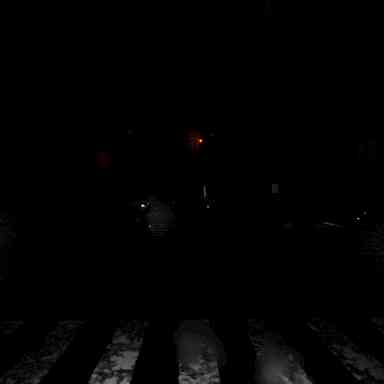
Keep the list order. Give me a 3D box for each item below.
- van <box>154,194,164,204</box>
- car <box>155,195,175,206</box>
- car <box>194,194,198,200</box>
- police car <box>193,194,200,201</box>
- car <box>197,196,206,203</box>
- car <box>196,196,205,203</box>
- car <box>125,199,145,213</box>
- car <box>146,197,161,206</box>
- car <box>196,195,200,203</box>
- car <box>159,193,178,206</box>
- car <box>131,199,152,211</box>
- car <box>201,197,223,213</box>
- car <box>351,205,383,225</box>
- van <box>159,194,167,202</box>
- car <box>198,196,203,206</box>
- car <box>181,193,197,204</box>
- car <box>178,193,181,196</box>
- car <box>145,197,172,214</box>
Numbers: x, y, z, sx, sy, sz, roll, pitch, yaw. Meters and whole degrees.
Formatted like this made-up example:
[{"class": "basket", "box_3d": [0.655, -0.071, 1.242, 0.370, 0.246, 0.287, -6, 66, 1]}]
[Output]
[{"class": "van", "box_3d": [-6.599, 1.360, 66.717, 1.690, 1.788, 3.998, 0, 0, -1]}, {"class": "car", "box_3d": [-3.593, 1.485, 43.548, 1.882, 1.535, 5.008, 0, 0, -1]}, {"class": "car", "box_3d": [1.987, 1.567, 62.654, 2.008, 1.369, 4.403, 0, 0, -1]}, {"class": "police car", "box_3d": [1.185, 1.463, 90.628, 1.930, 1.638, 5.238, 0, 0, -1]}, {"class": "car", "box_3d": [1.907, 1.545, 68.112, 1.752, 1.417, 4.829, 0, 0, -1]}, {"class": "car", "box_3d": [1.833, 1.589, 73.231, 1.947, 1.339, 4.313, 0, 0, -1]}, {"class": "car", "box_3d": [-6.156, 1.556, 36.330, 2.008, 1.369, 4.403, 0, 0, -1]}, {"class": "car", "box_3d": [-6.441, 1.579, 55.892, 1.947, 1.339, 4.313, 0, 0, -1]}, {"class": "car", "box_3d": [2.131, 1.562, 52.783, 2.008, 1.369, 4.403, 0, 0, -1]}, {"class": "car", "box_3d": [-3.733, 1.364, 53.704, 2.097, 1.767, 4.553, 0, 0, -1]}, {"class": "car", "box_3d": [-6.229, 1.557, 41.322, 2.008, 1.369, 4.403, 0, 0, -1]}, {"class": "car", "box_3d": [2.369, 1.556, 36.451, 2.008, 1.369, 4.403, 0, 0, -1]}, {"class": "car", "box_3d": [12.788, 1.336, 21.129, 4.718, 1.301, 1.895, -1, 0, 1]}, {"class": "van", "box_3d": [-6.757, 1.368, 77.543, 1.690, 1.788, 3.998, 0, 0, -1]}, {"class": "car", "box_3d": [2.210, 1.553, 47.339, 1.887, 1.381, 4.507, 0, 0, -1]}, {"class": "car", "box_3d": [-0.706, 1.509, 64.903, 2.128, 1.511, 4.902, 0, 0, -1]}, {"class": "car", "box_3d": [-3.844, 1.509, 63.964, 2.128, 1.511, 4.902, 0, 0, 0]}, {"class": "car", "box_3d": [-3.473, 1.569, 34.735, 1.994, 1.385, 4.181, 0, 0, -2]}]
